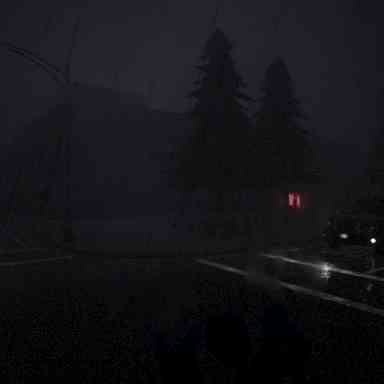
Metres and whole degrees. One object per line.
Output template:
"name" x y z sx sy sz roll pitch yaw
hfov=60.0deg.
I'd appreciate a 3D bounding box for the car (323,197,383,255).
"car" 7.745 1.248 13.719 5.566 2.045 2.150 0 0 -36
